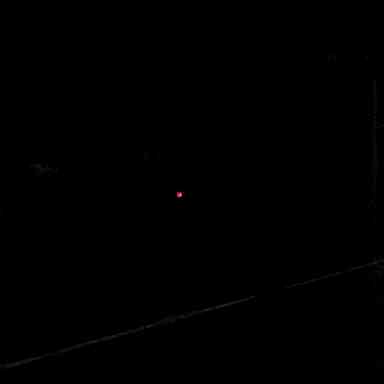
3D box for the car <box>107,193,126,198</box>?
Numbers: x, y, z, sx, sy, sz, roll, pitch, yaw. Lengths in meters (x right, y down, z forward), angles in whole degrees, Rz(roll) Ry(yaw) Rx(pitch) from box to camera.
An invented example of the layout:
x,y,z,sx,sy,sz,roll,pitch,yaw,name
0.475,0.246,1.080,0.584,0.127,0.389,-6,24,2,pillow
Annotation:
x,y,z,sx,sy,sz,roll,pitch,yaw,name
-11.901,1.209,53.059,2.150,2.045,5.566,0,0,-37,car
